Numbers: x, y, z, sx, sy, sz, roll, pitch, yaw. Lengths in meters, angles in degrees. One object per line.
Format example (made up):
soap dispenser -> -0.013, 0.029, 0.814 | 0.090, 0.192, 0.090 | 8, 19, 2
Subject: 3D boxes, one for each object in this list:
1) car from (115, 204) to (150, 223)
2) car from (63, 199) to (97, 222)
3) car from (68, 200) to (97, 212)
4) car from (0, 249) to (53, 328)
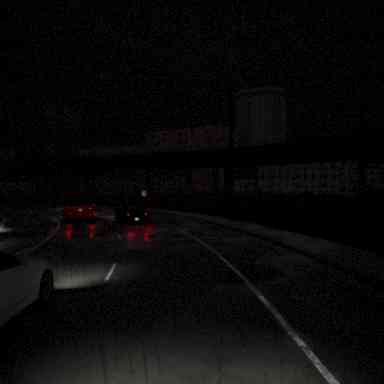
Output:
car -> -4.678, 1.590, 25.345 | 1.895, 1.301, 4.718 | -1, 0, -22
car -> -9.303, 1.383, 27.045 | 2.097, 1.767, 4.553 | -1, 0, -24
car -> -13.280, 1.631, 40.222 | 1.895, 1.301, 4.718 | -1, 0, -38
car -> -3.745, 1.534, 5.134 | 1.812, 1.442, 4.674 | 0, 0, -3
